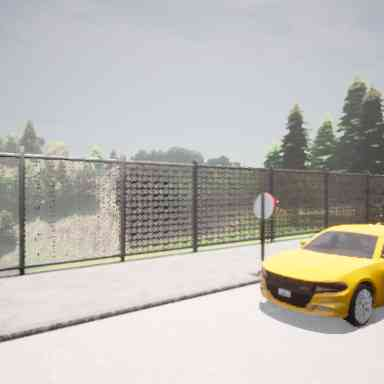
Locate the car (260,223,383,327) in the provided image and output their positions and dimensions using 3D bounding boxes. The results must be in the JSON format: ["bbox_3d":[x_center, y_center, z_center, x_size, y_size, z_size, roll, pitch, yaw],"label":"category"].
[{"bbox_3d":[3.629,1.470,7.187,5.008,1.535,1.882,0,0,-35],"label":"car"}]
